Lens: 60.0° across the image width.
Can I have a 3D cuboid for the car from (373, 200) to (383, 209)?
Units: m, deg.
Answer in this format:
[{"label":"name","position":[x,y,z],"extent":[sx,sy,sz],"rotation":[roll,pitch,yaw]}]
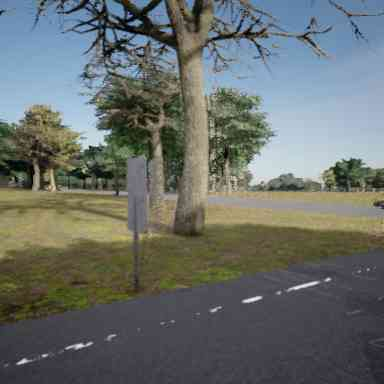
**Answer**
[{"label":"car","position":[22.336,1.176,35.379],"extent":[2.033,1.411,5.357],"rotation":[-1,2,-35]}]
